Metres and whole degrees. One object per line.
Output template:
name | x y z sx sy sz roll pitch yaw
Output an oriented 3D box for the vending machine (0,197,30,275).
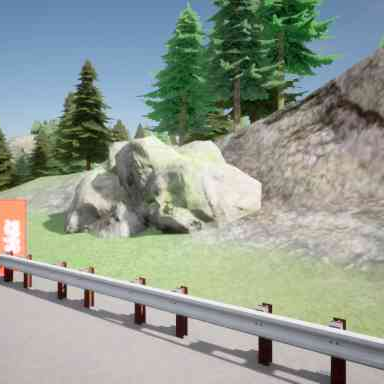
vending machine | -5.416 1.195 9.531 0.880 2.100 1.100 0 0 35
